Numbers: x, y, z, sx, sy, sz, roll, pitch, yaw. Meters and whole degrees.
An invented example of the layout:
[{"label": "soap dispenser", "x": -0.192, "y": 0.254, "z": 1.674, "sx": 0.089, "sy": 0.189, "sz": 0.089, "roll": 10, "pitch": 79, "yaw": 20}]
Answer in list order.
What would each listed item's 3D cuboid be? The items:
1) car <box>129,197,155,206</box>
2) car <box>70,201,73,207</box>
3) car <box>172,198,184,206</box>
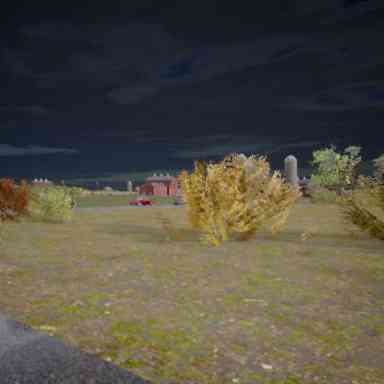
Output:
[{"label": "car", "x": -8.520, "y": 1.656, "z": 56.723, "sx": 1.882, "sy": 1.535, "sz": 5.008, "roll": -1, "pitch": -1, "yaw": 36}, {"label": "car", "x": -17.926, "y": 1.506, "z": 43.683, "sx": 1.837, "sy": 1.490, "sz": 4.892, "roll": -1, "pitch": -1, "yaw": 36}, {"label": "car", "x": -1.335, "y": 1.775, "z": 60.516, "sx": 2.033, "sy": 1.411, "sz": 5.357, "roll": -1, "pitch": -1, "yaw": 37}]
